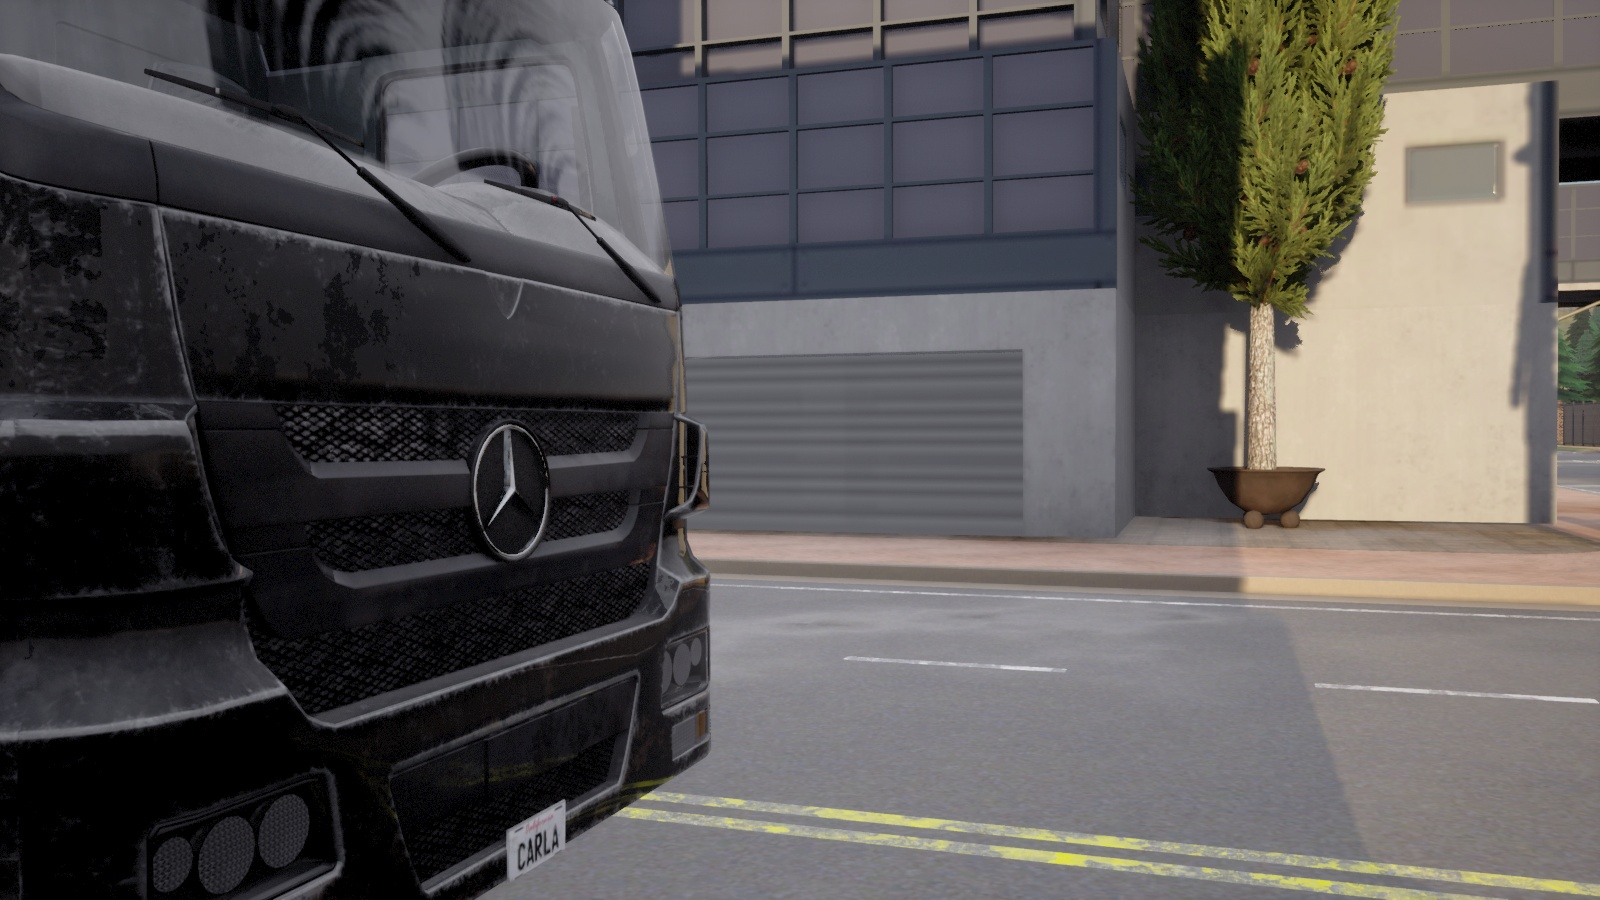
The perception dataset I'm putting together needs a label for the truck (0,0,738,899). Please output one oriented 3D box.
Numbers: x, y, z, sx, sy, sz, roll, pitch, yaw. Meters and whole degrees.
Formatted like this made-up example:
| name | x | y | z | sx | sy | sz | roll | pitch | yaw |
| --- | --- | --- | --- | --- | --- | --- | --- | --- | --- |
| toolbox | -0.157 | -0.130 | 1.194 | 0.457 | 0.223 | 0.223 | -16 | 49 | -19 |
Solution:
| name | x | y | z | sx | sy | sz | roll | pitch | yaw |
| --- | --- | --- | --- | --- | --- | --- | --- | --- | --- |
| truck | -4.464 | -0.248 | 4.736 | 7.936 | 3.462 | 2.891 | 1 | 1 | 20 |
